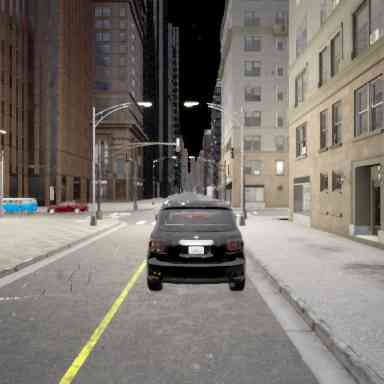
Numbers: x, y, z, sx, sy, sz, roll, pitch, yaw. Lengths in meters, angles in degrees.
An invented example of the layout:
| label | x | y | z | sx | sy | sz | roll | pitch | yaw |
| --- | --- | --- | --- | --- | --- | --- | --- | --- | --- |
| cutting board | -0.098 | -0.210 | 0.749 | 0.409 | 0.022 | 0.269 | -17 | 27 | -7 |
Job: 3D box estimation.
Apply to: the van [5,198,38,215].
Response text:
| label | x | y | z | sx | sy | sz | roll | pitch | yaw |
| --- | --- | --- | --- | --- | --- | --- | --- | --- | --- |
| van | -19.590 | 1.589 | 37.489 | 3.998 | 1.788 | 1.690 | -1 | 0 | 0 |

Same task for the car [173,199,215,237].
| label | x | y | z | sx | sy | sz | roll | pitch | yaw |
| --- | --- | --- | --- | --- | --- | --- | --- | --- | --- |
| car | 0.101 | 1.356 | 18.885 | 2.097 | 1.767 | 4.553 | 0 | 0 | 0 |

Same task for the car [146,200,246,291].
| label | x | y | z | sx | sy | sz | roll | pitch | yaw |
| --- | --- | --- | --- | --- | --- | --- | --- | --- | --- |
| car | 0.103 | 1.223 | 9.142 | 2.150 | 2.045 | 5.566 | 0 | 0 | 0 |

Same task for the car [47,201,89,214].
| label | x | y | z | sx | sy | sz | roll | pitch | yaw |
| --- | --- | --- | --- | --- | --- | --- | --- | --- | --- |
| car | -13.964 | 1.724 | 37.467 | 4.507 | 1.381 | 1.887 | -1 | 0 | 0 |
